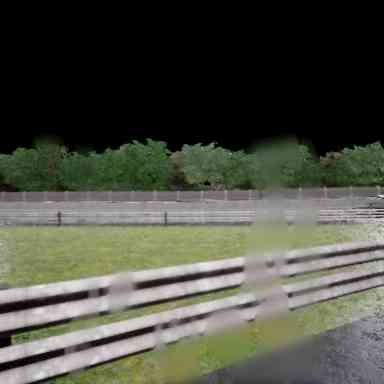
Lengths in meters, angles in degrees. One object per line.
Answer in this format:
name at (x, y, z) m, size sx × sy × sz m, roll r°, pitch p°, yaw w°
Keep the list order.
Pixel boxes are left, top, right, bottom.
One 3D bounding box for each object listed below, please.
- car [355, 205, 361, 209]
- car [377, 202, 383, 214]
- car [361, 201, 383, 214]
car at (22.179, 1.812, 39.700) m, size 4.718 × 1.301 × 1.895 m, roll -2°, pitch 0°, yaw 7°
car at (21.363, 1.870, 32.748) m, size 4.718 × 1.301 × 1.895 m, roll -2°, pitch 0°, yaw 7°
car at (21.742, 1.747, 36.226) m, size 4.902 × 1.511 × 2.128 m, roll -2°, pitch 0°, yaw 7°
